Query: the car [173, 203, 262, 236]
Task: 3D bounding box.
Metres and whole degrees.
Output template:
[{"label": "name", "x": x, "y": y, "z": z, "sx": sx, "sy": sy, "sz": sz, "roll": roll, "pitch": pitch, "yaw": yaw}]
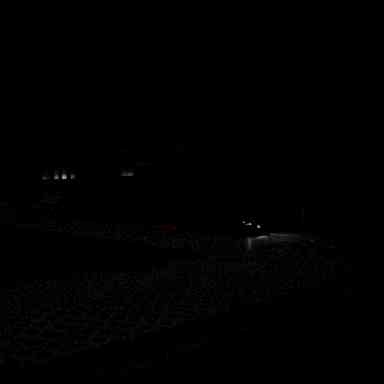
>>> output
[{"label": "car", "x": 1.251, "y": 1.399, "z": 17.583, "sx": 4.892, "sy": 1.490, "sz": 1.837, "roll": 1, "pitch": 1, "yaw": 34}]
